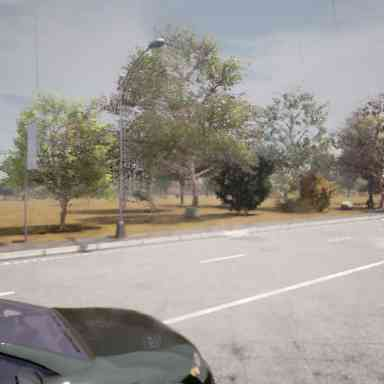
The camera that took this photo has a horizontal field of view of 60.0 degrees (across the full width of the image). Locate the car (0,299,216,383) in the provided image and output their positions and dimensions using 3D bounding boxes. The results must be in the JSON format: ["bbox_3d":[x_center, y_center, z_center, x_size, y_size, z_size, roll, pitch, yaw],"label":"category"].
[{"bbox_3d":[-1.822,1.568,2.502,4.181,1.385,1.994,0,0,-35],"label":"car"}]
